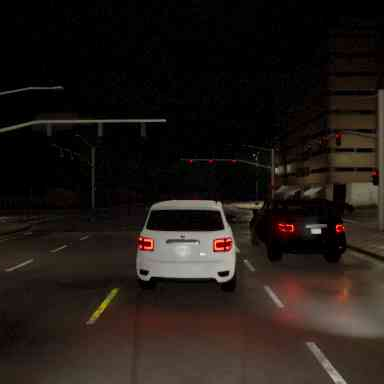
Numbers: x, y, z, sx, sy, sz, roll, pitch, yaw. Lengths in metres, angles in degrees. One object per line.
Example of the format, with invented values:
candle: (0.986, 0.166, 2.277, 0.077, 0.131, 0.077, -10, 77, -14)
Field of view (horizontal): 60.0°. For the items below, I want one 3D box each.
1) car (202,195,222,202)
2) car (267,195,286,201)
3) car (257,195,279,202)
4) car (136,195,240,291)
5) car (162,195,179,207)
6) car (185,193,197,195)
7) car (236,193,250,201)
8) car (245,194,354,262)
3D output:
car: (4.624, 1.540, 76.790, 2.033, 1.411, 5.357, 0, 0, 34)
car: (21.912, 1.524, 86.309, 4.674, 1.442, 1.812, 0, 0, -22)
car: (18.268, 1.540, 80.287, 5.357, 1.411, 2.033, 0, 0, -33)
car: (0.024, 1.221, 9.222, 2.150, 2.045, 5.566, 0, 0, 4)
car: (-3.297, 1.352, 51.962, 2.097, 1.767, 4.553, 0, 0, 3)
car: (-0.484, 1.225, 67.530, 2.150, 2.045, 5.566, 0, -1, 21)
car: (13.140, 1.225, 80.799, 5.566, 2.045, 2.150, 0, 0, -41)
car: (3.588, 1.221, 12.245, 2.150, 2.045, 5.566, 0, 0, 0)
